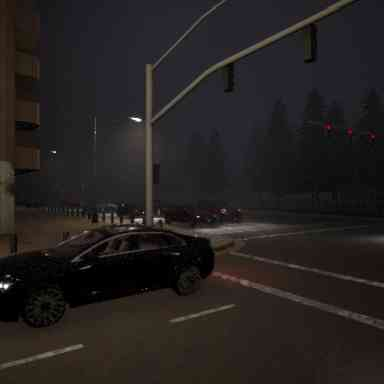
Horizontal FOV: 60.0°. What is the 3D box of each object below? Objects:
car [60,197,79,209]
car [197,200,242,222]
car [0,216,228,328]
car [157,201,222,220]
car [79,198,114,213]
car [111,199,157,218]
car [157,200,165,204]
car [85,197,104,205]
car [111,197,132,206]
[{"bbox_3d":[-17.256,1.533,47.131,1.882,1.535,5.008,0,0,-35],"label":"car"},{"bbox_3d":[1.895,1.407,26.465,2.097,1.767,4.553,0,0,-36],"label":"car"},{"bbox_3d":[-1.729,1.491,7.056,4.902,1.511,2.128,0,0,-35],"label":"car"},{"bbox_3d":[-0.286,1.581,23.533,1.812,1.442,4.674,0,0,-37],"label":"car"},{"bbox_3d":[-11.146,1.656,38.586,1.895,1.301,4.718,0,0,-36],"label":"car"},{"bbox_3d":[-5.403,1.619,30.602,1.994,1.385,4.181,0,0,-36],"label":"car"},{"bbox_3d":[-3.342,1.547,33.734,2.128,1.511,4.902,0,0,-36],"label":"car"},{"bbox_3d":[-17.533,1.656,59.757,1.895,1.301,4.718,0,0,-36],"label":"car"},{"bbox_3d":[-12.538,1.656,58.799,1.895,1.301,4.718,0,0,-36],"label":"car"}]
